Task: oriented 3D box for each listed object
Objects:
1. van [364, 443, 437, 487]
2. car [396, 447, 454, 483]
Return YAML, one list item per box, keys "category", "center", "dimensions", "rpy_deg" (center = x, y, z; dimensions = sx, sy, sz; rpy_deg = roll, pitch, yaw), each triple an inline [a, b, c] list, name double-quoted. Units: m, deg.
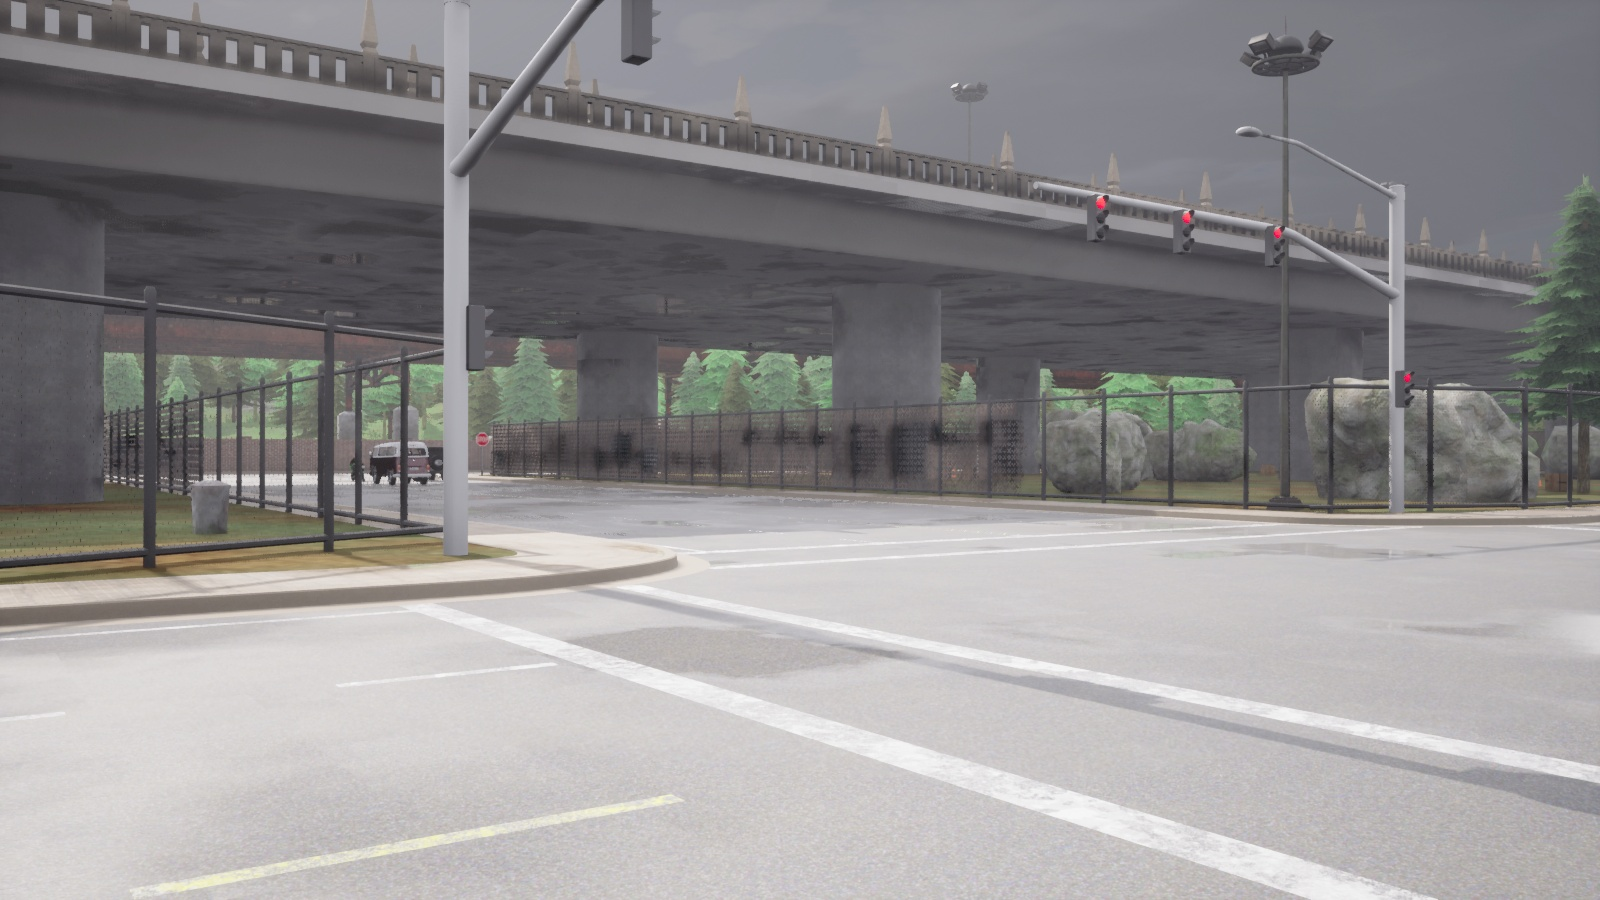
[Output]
- category: "van"
  center: [-19.195, 0.709, 60.219]
  dimensions: [2.069, 2.038, 4.480]
  rpy_deg: [0, -1, -35]
- category: "car"
  center: [-20.319, 0.805, 67.931]
  dimensions: [1.905, 1.878, 3.866]
  rpy_deg: [0, 0, -35]
